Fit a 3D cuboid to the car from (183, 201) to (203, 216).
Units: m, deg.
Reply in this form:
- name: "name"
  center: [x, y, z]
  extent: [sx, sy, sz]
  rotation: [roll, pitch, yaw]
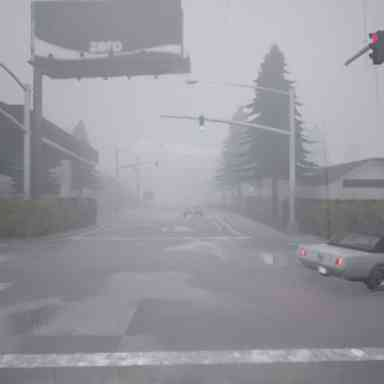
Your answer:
- name: "car"
  center: [0.104, 1.681, 33.953]
  extent: [1.812, 1.442, 4.674]
  rotation: [0, 0, 0]

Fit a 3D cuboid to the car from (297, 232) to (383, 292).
- name: "car"
  center: [5.354, 1.764, 8.999]
  extent: [4.718, 1.301, 1.895]
  rotation: [3, -1, -19]
